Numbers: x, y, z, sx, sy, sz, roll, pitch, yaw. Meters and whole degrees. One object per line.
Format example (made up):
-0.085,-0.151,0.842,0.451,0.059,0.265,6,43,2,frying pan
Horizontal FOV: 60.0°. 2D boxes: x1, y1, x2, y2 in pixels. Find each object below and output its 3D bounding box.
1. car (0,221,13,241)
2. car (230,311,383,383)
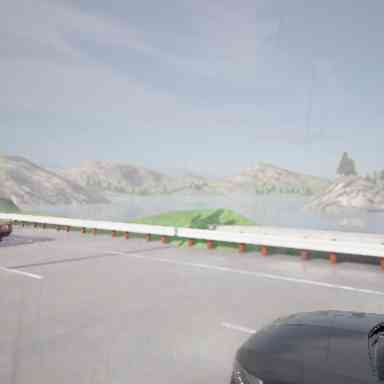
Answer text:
-10.004,1.510,14.415,4.718,1.301,1.895,0,0,31,car
2.564,1.510,2.058,4.892,1.490,1.837,1,0,36,car
